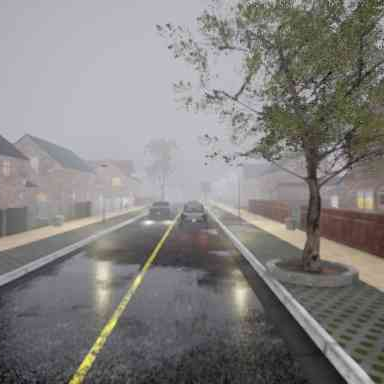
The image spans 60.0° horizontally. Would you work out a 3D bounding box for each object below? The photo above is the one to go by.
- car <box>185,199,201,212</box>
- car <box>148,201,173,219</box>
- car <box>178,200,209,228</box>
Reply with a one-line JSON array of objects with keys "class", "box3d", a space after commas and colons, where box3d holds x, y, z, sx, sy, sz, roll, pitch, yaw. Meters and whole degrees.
[{"class": "car", "box3d": [0.119, 1.641, 41.526, 1.994, 1.385, 4.181, 0, 0, 0]}, {"class": "car", "box3d": [-2.739, 1.514, 29.858, 1.882, 1.535, 5.008, 0, 0, 0]}, {"class": "car", "box3d": [0.110, 1.508, 22.306, 2.128, 1.511, 4.902, 0, 0, 0]}]
